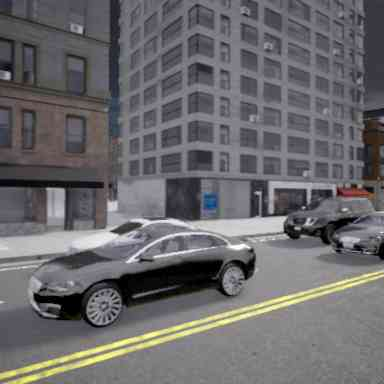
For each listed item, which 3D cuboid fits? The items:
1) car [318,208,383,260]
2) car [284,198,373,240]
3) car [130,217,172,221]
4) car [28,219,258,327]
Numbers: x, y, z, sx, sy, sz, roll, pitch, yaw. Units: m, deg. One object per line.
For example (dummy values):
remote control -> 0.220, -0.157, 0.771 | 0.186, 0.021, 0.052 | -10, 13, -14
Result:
car -> 7.333, 1.569, 12.782 | 4.902, 1.511, 2.128 | 0, 0, -35
car -> 6.997, 1.310, 16.533 | 5.566, 2.045, 2.150 | 0, 0, -35
car -> -1.479, 1.554, 10.563 | 4.674, 1.442, 1.812 | 0, 0, -35
car -> -0.750, 1.512, 7.108 | 4.902, 1.511, 2.128 | 0, 0, -35
